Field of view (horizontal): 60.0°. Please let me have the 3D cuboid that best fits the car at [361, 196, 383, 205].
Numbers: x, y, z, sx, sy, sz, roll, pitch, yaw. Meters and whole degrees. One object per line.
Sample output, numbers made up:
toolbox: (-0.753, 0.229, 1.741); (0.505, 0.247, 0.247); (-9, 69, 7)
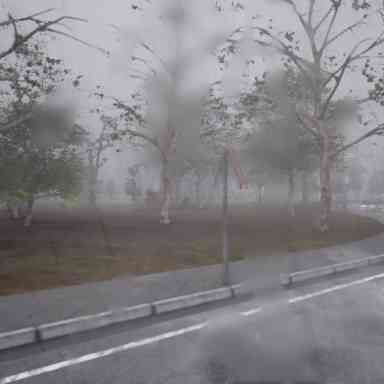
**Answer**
car: (28.385, 1.322, 52.304); (4.181, 1.385, 1.994); (-1, 0, -39)
